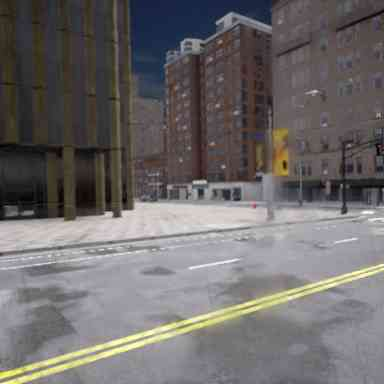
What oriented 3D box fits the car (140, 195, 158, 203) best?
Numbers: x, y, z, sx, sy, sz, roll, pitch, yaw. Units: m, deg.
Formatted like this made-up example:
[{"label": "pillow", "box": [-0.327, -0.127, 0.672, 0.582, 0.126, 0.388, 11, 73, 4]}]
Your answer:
[{"label": "car", "box": [-8.502, 1.396, 65.212, 1.837, 1.490, 4.892, -2, 1, -35]}]
